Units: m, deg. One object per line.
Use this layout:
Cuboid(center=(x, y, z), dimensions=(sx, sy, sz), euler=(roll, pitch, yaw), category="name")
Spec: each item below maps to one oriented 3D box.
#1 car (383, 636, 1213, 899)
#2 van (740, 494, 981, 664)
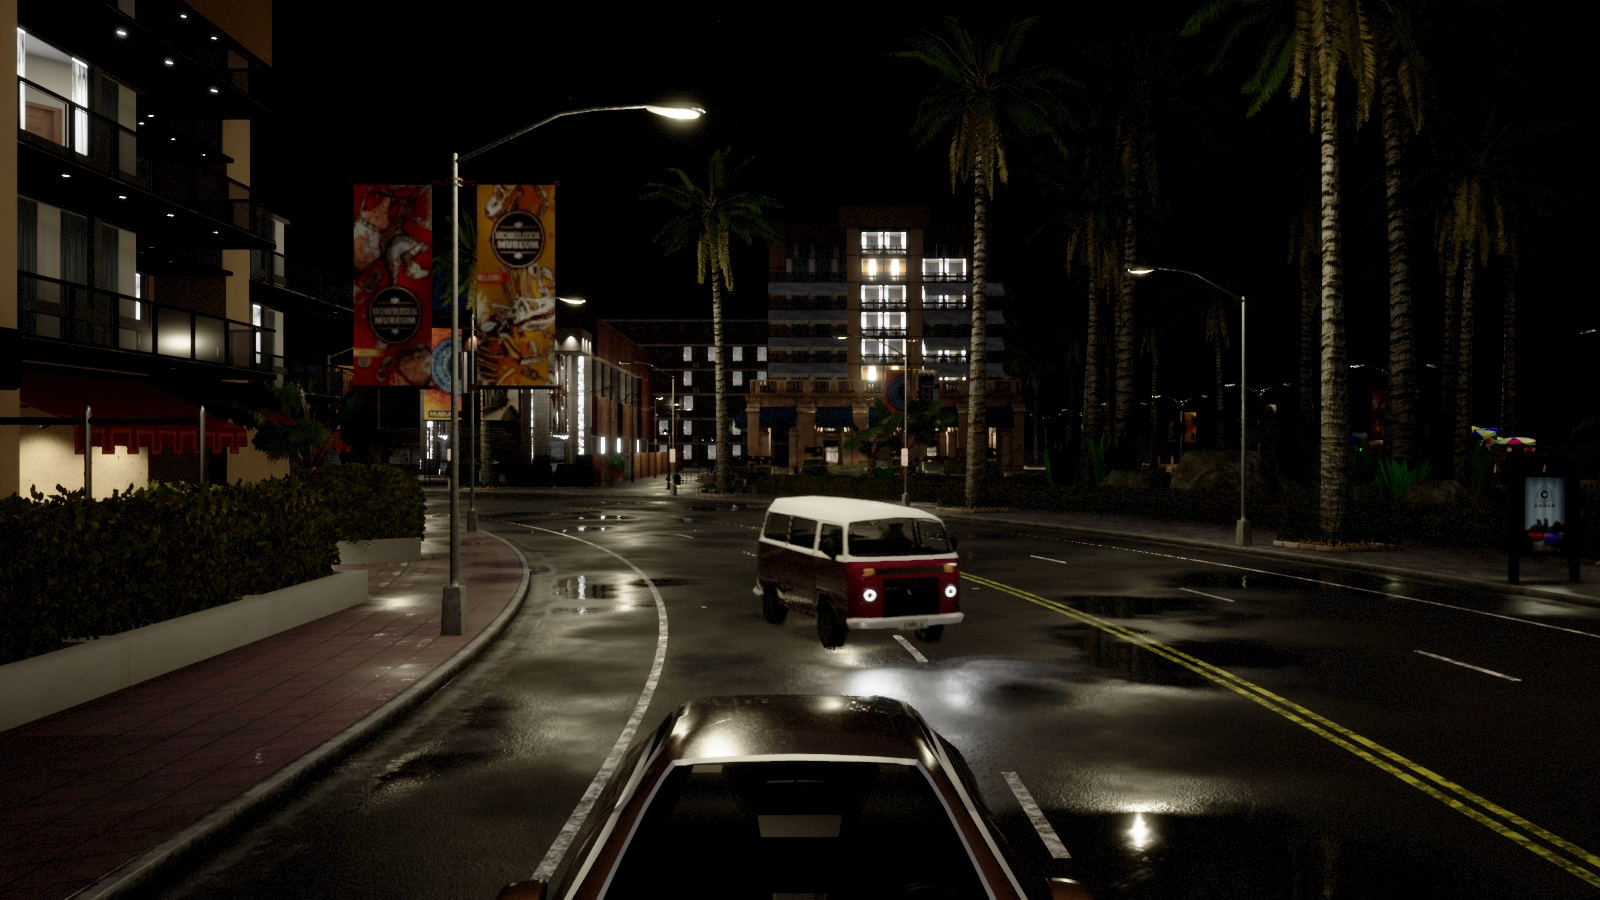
Cuboid(center=(-0.020, 1.992, 4.650), dimensions=(2.152, 1.651, 5.027), euler=(0, 0, -1), category="car")
Cuboid(center=(0.739, 1.782, 17.424), dimensions=(2.069, 2.038, 4.480), euler=(0, 0, -20), category="van")
